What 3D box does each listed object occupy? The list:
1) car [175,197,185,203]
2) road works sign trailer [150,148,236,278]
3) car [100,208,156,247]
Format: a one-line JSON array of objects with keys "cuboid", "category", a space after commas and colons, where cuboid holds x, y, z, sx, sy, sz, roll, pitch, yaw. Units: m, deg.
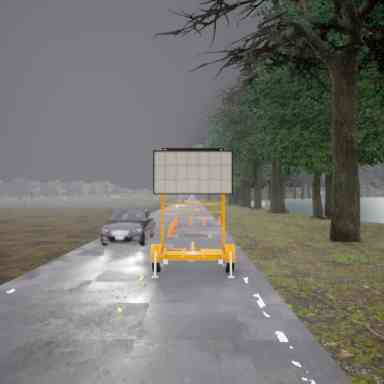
[{"cuboid": [-2.516, 1.826, 69.056, 2.128, 1.511, 4.902, 0, -1, 0], "category": "car"}, {"cuboid": [0.033, 0.475, 10.124, 2.380, 3.560, 2.880, 0, 0, 0], "category": "road works sign trailer"}, {"cuboid": [-2.798, 1.514, 15.335, 2.128, 1.511, 4.902, 0, 0, 0], "category": "car"}]
